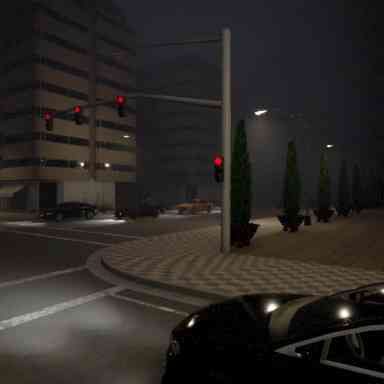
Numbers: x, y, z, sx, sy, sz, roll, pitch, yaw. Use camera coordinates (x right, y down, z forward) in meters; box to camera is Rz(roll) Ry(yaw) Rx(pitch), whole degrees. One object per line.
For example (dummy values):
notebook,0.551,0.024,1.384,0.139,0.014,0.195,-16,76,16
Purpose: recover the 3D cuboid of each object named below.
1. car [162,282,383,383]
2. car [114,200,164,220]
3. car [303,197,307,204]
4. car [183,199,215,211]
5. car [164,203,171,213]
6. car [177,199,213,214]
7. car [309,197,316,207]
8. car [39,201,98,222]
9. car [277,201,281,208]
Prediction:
car,1.944,1.492,2.587,4.902,1.511,2.128,0,0,36
car,-4.739,1.619,28.995,1.994,1.385,4.181,0,0,35
car,20.653,1.547,58.516,2.128,1.511,4.902,0,0,35
car,0.959,1.619,43.096,1.994,1.385,4.181,0,0,36
car,-4.493,1.603,35.407,2.033,1.411,5.357,0,0,35
car,0.412,1.533,36.281,1.882,1.535,5.008,0,0,35
car,19.811,1.619,51.252,1.994,1.385,4.181,0,0,35
car,-10.114,1.560,27.451,1.837,1.490,4.892,0,0,35
car,14.444,1.603,49.728,2.033,1.411,5.357,0,0,35
